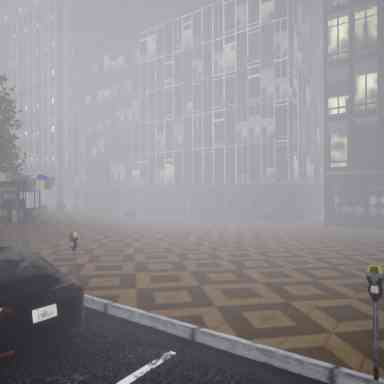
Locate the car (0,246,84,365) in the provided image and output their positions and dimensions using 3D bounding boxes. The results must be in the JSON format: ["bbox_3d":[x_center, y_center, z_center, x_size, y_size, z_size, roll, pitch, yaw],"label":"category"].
[{"bbox_3d":[-3.549,1.566,5.405,4.313,1.339,1.947,0,0,35],"label":"car"}]
